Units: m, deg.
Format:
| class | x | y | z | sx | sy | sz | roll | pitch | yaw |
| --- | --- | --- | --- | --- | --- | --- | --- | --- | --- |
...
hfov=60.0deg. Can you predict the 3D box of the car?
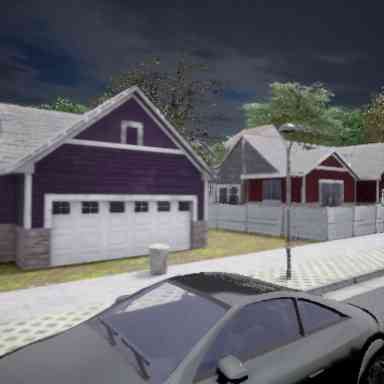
| class | x | y | z | sx | sy | sz | roll | pitch | yaw |
| --- | --- | --- | --- | --- | --- | --- | --- | --- | --- |
| car | 0.092 | 1.558 | 3.135 | 4.181 | 1.385 | 1.994 | 0 | 0 | -35 |
